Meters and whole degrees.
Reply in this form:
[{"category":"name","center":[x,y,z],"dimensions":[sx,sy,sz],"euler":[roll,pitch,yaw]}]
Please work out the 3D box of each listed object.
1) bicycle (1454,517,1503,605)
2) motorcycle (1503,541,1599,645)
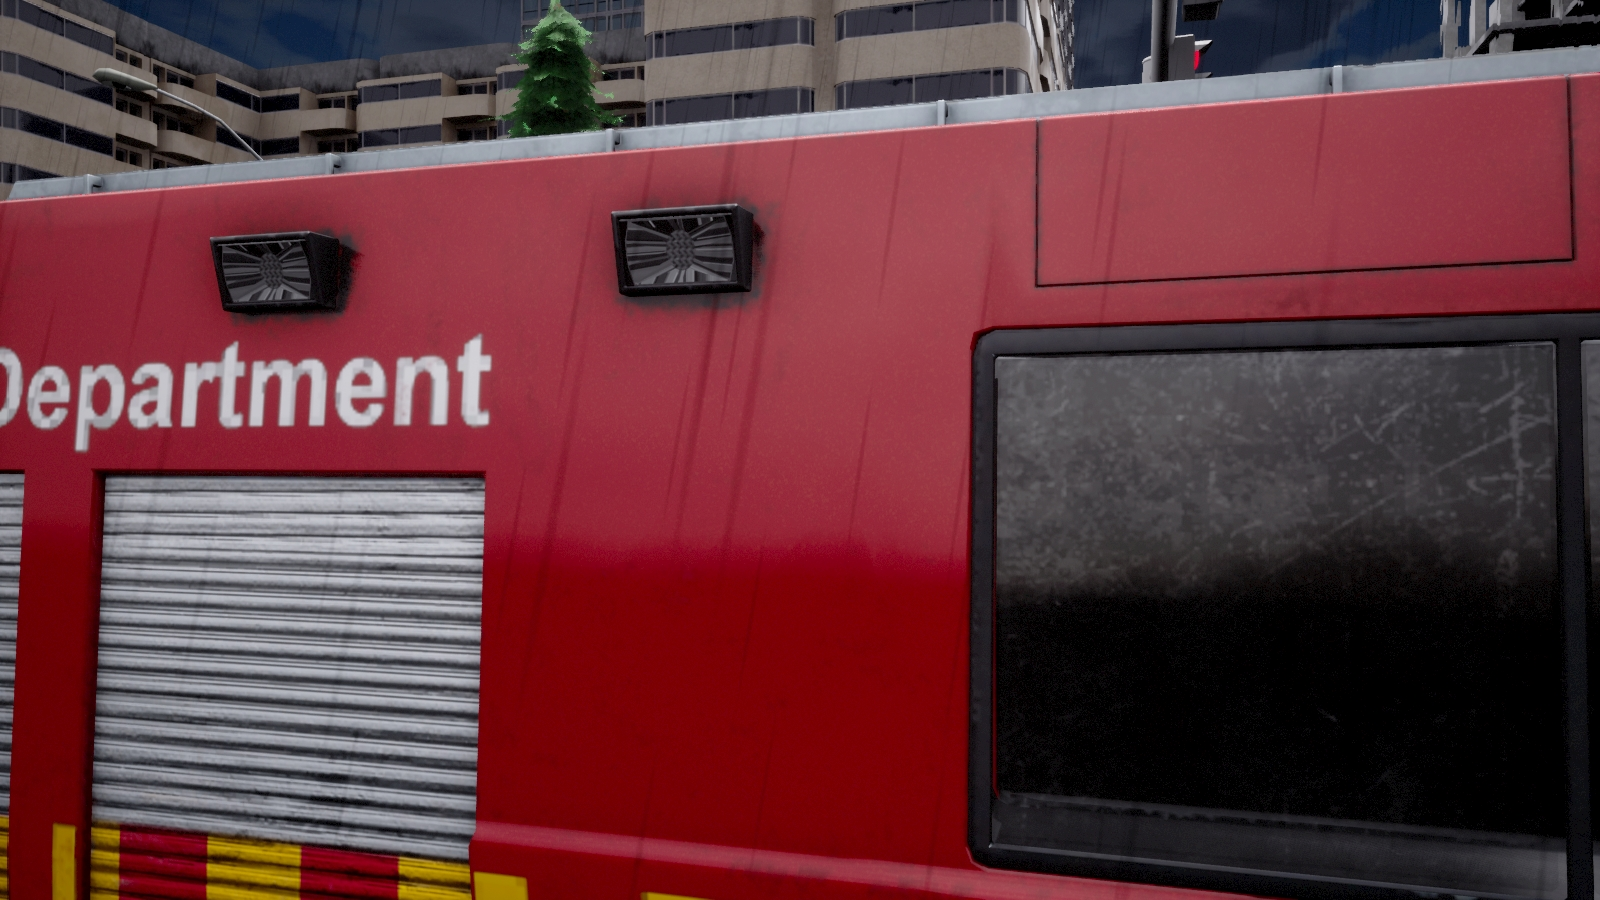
[{"category":"bicycle","center":[12.788,2.060,21.569],"dimensions":[0.329,1.471,1.835],"euler":[0,0,16]},{"category":"motorcycle","center":[11.678,2.155,17.664],"dimensions":[0.764,1.307,2.356],"euler":[0,0,16]}]
